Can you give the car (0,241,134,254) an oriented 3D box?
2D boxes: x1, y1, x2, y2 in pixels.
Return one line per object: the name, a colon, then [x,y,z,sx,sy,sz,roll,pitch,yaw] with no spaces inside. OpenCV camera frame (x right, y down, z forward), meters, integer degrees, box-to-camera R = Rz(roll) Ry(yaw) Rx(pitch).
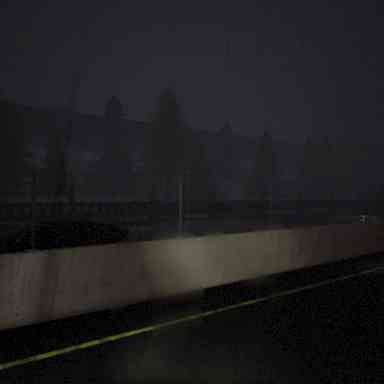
car: [-4.112,1.519,9.656,4.892,1.490,1.837,0,0,-35]
